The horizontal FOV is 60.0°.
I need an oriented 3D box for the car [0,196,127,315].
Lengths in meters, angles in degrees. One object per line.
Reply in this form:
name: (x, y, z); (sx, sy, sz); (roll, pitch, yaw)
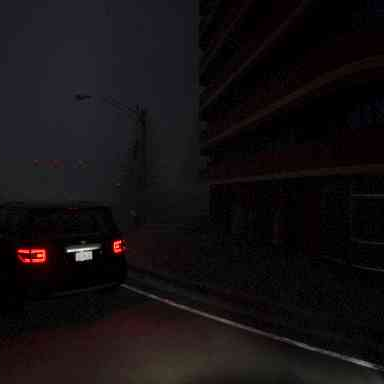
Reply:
car: (-3.610, 1.221, 7.932); (2.150, 2.045, 5.566); (0, 0, -40)

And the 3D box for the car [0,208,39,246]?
car: (-8.473, 1.564, 15.906); (1.994, 1.385, 4.181); (0, 0, -26)
